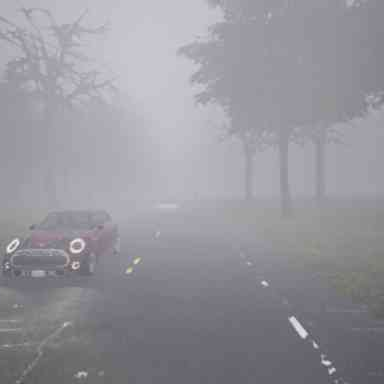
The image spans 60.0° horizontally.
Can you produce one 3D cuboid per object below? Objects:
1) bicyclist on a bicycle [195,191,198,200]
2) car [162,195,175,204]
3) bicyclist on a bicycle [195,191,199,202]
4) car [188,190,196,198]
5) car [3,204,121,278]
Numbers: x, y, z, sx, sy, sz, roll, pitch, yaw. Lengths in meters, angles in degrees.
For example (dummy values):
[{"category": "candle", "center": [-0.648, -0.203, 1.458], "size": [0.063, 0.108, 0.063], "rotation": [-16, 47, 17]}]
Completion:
[{"category": "bicyclist on a bicycle", "center": [0.938, 0.720, 68.205], "size": [0.659, 1.776, 1.843], "rotation": [0, 1, 0]}, {"category": "car", "center": [-3.595, 1.188, 51.338], "size": [1.895, 1.301, 4.718], "rotation": [0, 1, 0]}, {"category": "bicyclist on a bicycle", "center": [0.944, 0.916, 59.210], "size": [0.866, 1.612, 1.509], "rotation": [0, 1, 0]}, {"category": "car", "center": [-0.028, 0.663, 81.525], "size": [2.033, 1.411, 5.357], "rotation": [0, 1, 0]}, {"category": "car", "center": [-3.604, 1.303, 10.040], "size": [2.097, 1.767, 4.553], "rotation": [0, 0, 0]}]
